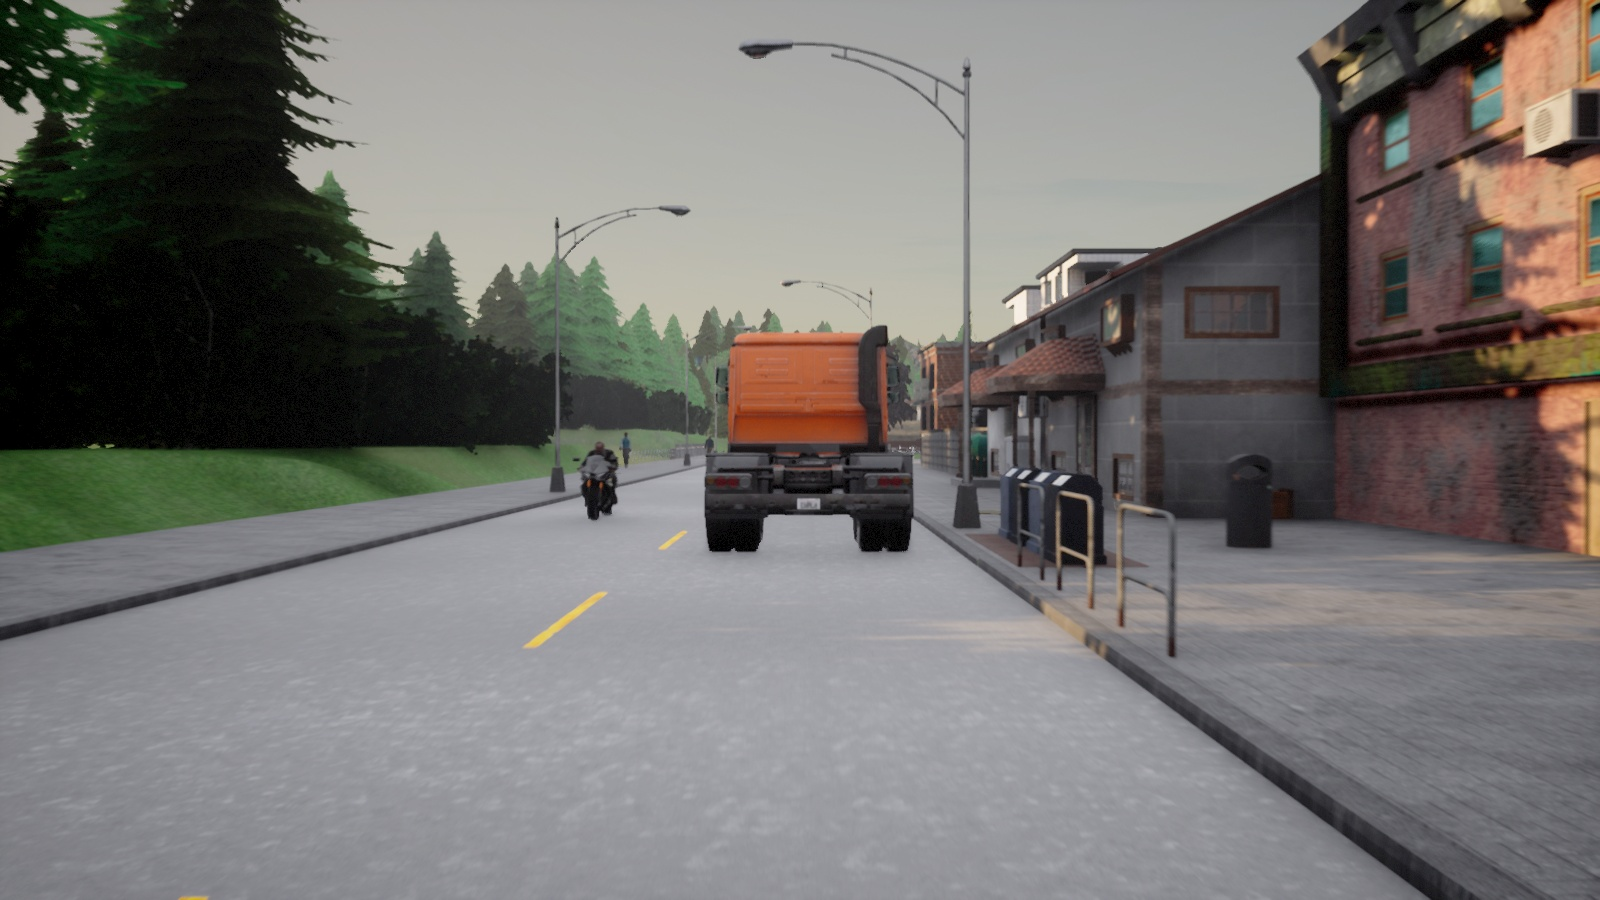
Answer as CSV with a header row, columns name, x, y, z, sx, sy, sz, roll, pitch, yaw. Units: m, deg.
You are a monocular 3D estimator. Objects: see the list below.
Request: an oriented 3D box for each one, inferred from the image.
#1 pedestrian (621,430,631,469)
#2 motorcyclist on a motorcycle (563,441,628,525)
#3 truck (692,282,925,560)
name,x,y,z,sx,sy,sz,roll,pitch,yaw
pedestrian,-8.623,-0.036,62.146,0.396,1.930,0.692,0,0,0
motorcyclist on a motorcycle,-3.850,0.592,23.799,0.866,1.530,2.191,0,0,0
truck,0.127,-0.388,19.594,2.891,3.462,7.936,0,0,0
